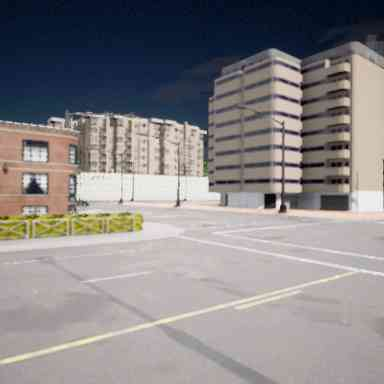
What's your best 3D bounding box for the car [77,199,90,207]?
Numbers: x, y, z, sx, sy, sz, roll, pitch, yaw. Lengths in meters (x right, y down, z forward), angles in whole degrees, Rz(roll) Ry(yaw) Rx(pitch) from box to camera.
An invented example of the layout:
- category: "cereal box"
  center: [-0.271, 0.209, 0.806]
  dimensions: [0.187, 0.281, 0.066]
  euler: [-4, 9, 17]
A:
- category: "car"
  center: [-18.518, 1.776, 55.256]
  dimensions: [1.994, 1.385, 4.181]
  euler: [1, -1, -36]
